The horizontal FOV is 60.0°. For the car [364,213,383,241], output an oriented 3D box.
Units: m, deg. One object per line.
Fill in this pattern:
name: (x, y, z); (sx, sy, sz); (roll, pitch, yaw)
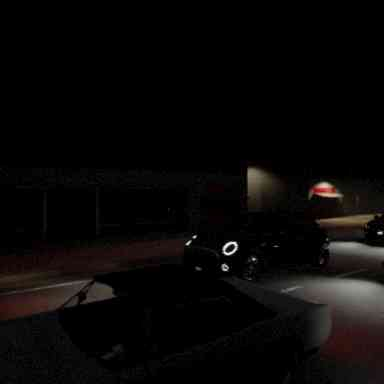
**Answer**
car: (9.884, 1.481, 15.405); (4.892, 1.490, 1.837); (0, 0, -36)

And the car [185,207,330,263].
car: (1.978, 1.346, 9.727); (4.553, 1.767, 2.097); (0, 0, -36)

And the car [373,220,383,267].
car: (7.082, 1.508, 9.085); (4.674, 1.442, 1.812); (0, 0, -36)

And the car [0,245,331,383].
car: (-0.654, 1.602, 3.521); (4.718, 1.301, 1.895); (0, 0, -36)
